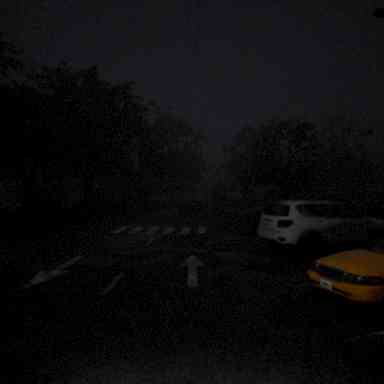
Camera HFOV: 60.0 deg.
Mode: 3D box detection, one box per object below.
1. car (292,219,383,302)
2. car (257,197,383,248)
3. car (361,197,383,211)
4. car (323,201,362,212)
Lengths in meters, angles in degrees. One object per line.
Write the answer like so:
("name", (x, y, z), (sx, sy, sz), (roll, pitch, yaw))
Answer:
("car", (5.206, 1.551, 7.598), (5.366, 1.575, 1.946), (1, 0, -20))
("car", (5.400, 1.360, 13.693), (5.566, 2.045, 2.435), (1, -1, -20))
("car", (27.076, 1.680, 46.845), (2.435, 2.045, 5.566), (1, -2, -22))
("car", (20.992, 1.956, 46.728), (2.163, 1.488, 4.792), (0, -1, -21))
